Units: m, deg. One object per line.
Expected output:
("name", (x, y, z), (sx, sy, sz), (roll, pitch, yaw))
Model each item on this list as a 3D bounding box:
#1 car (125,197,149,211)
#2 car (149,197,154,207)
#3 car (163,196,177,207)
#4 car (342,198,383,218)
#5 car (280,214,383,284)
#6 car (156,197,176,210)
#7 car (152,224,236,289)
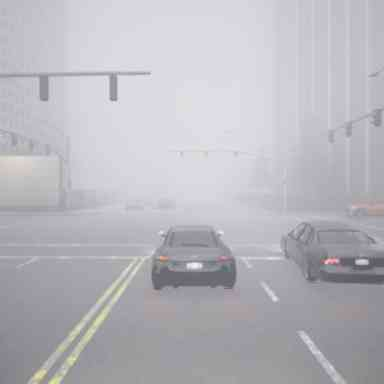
("car", (-7.090, 1.585, 42.068), (2.033, 1.411, 5.357), (0, 0, 0))
("car", (-7.073, 1.551, 51.510), (1.837, 1.490, 4.892), (0, 0, 0))
("car", (-3.566, 1.526, 53.898), (1.882, 1.535, 5.008), (0, 0, 0))
("car", (15.502, 1.322, 28.762), (4.553, 1.767, 2.097), (0, 0, 0))
("car", (3.883, 1.556, 9.648), (2.033, 1.411, 5.357), (0, 0, 5))
("car", (-3.587, 1.545, 44.421), (1.837, 1.490, 4.892), (0, 0, 0))
("car", (-0.011, 1.573, 9.230), (1.994, 1.385, 4.181), (0, 0, -2))
